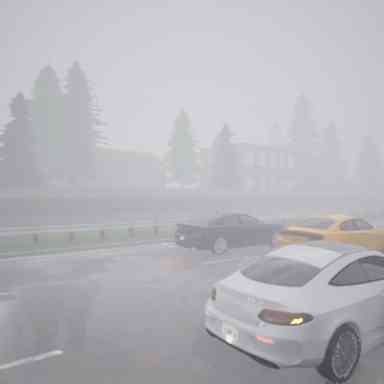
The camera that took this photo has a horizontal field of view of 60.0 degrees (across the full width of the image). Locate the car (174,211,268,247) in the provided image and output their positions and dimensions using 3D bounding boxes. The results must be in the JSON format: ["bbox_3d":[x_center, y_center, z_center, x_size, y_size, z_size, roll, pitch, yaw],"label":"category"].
[{"bbox_3d":[1.652,1.528,13.520,5.008,1.535,1.882,0,0,-35],"label":"car"}]

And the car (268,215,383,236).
[{"bbox_3d":[5.189,1.538,11.743,5.008,1.535,1.882,0,0,-35],"label":"car"}]

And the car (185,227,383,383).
[{"bbox_3d":[2.344,1.553,5.416,4.674,1.442,1.812,0,0,-35],"label":"car"}]
